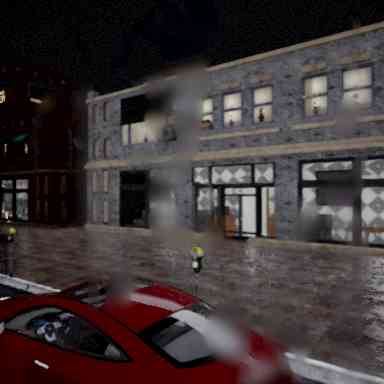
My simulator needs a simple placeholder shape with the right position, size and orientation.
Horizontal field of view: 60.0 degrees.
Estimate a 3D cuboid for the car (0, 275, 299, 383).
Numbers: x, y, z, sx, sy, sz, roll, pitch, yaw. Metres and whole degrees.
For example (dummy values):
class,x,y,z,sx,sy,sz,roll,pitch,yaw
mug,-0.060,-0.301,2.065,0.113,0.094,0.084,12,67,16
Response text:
class,x,y,z,sx,sy,sz,roll,pitch,yaw
car,-1.018,1.611,3.596,4.206,1.307,1.802,-1,0,36
